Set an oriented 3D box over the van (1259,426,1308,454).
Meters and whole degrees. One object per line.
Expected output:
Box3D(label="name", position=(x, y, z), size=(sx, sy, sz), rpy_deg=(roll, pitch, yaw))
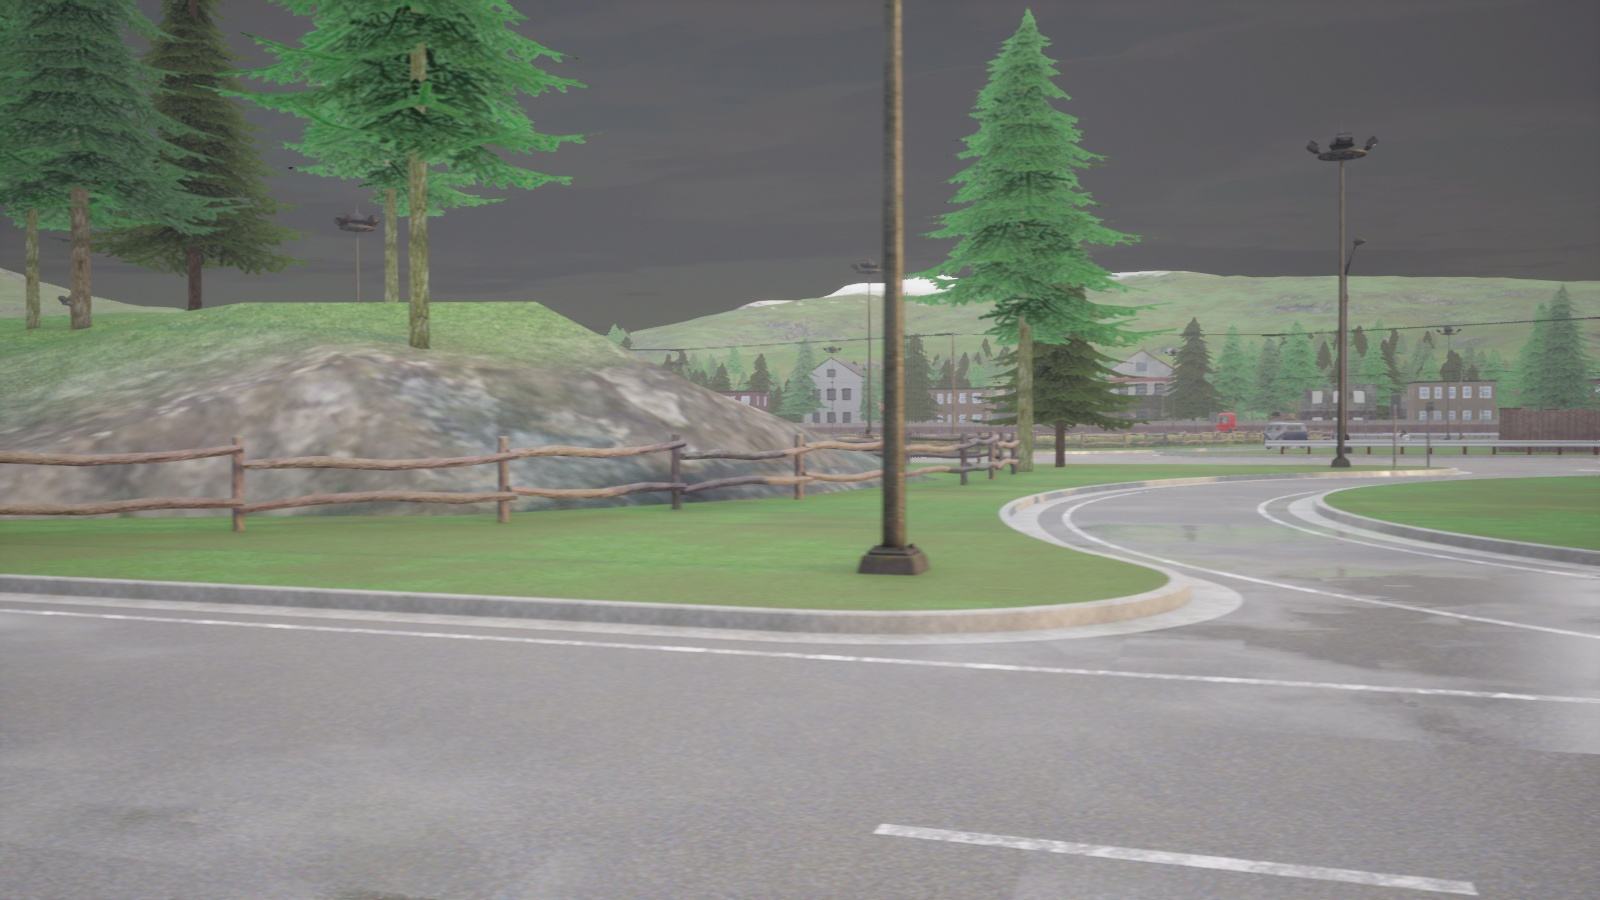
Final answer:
Box3D(label="van", position=(35.279, -0.755, 91.586), size=(1.775, 1.987, 4.442), rpy_deg=(1, 1, 44))
